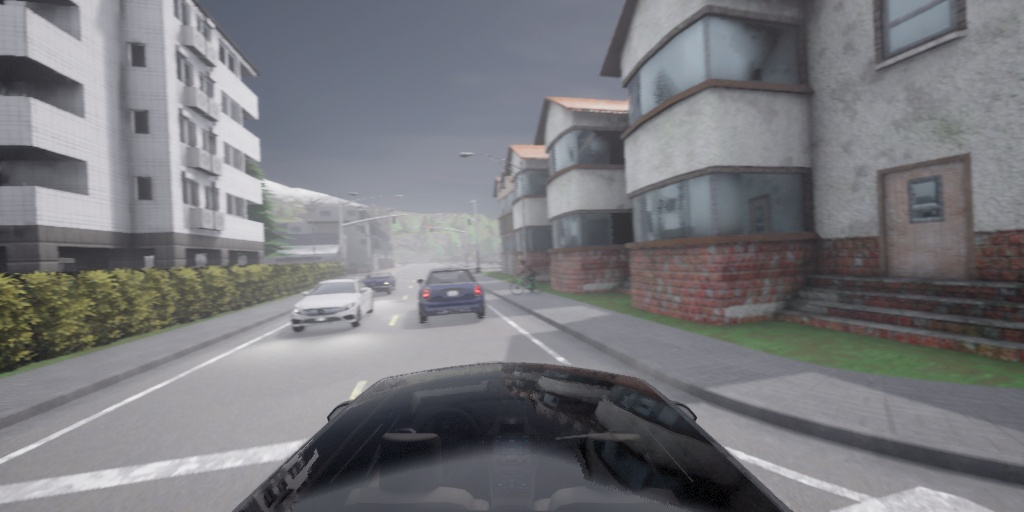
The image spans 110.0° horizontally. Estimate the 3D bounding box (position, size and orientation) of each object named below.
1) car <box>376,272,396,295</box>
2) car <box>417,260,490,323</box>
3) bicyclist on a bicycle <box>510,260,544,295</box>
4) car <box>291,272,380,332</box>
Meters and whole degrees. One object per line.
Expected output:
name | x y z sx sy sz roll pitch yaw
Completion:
car | -8.384 1.691 22.444 1.895 1.301 4.718 -3 0 -13
car | -2.311 1.184 13.018 2.097 1.767 4.553 -3 0 -14
bicyclist on a bicycle | 0.688 0.987 16.606 1.656 1.620 0.582 -3 0 -14
car | -5.982 1.527 12.438 1.812 1.442 4.674 -3 0 -14
